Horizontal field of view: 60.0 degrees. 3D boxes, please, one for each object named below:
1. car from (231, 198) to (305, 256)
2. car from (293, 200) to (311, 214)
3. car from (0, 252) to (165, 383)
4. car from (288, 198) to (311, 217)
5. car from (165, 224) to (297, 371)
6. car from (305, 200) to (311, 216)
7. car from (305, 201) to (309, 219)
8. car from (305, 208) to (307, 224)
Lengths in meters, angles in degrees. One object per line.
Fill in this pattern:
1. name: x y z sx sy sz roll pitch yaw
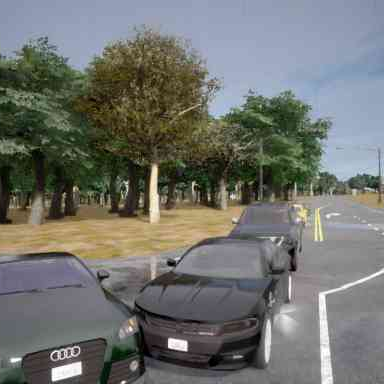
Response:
1. car: 2.862 1.460 12.396 2.150 2.045 5.566 -2 0 21
2. car: 13.328 1.748 40.141 1.812 1.442 4.674 -1 0 21
3. car: -2.306 1.643 4.960 1.994 1.385 4.181 1 -2 -33
4. car: 11.331 1.563 34.931 2.097 1.767 4.553 -1 0 21
5. car: 0.740 1.613 6.256 1.882 1.535 5.008 -1 -2 21
6. car: 9.302 1.725 29.557 1.812 1.442 4.674 -1 0 21
7. car: 7.241 1.664 24.053 1.882 1.535 5.008 -1 0 21
8. car: 5.091 1.775 18.300 1.895 1.301 4.718 -1 0 21
